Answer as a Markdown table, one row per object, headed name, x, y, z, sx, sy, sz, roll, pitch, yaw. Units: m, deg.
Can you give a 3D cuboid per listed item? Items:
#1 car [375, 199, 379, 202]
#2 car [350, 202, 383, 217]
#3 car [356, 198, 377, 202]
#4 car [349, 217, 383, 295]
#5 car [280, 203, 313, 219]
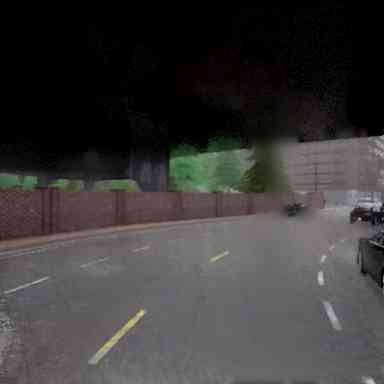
| name | x | y | z | sx | sy | sz | roll | pitch | yaw |
| --- | --- | --- | --- | --- | --- | --- | --- | --- | --- |
| car | 22.117 | 1.857 | 36.668 | 2.097 | 1.767 | 4.553 | 0 | -1 | 40 |
| car | 14.617 | 1.875 | 27.760 | 1.837 | 1.490 | 4.892 | 0 | -1 | 40 |
| car | 22.626 | 1.797 | 42.887 | 2.150 | 2.045 | 5.566 | 0 | -1 | 41 |
| car | 5.288 | 1.605 | 7.945 | 2.128 | 1.511 | 4.902 | 0 | -1 | 17 |
| car | 10.853 | 1.892 | 34.510 | 1.882 | 1.535 | 5.008 | 0 | -1 | 40 |
